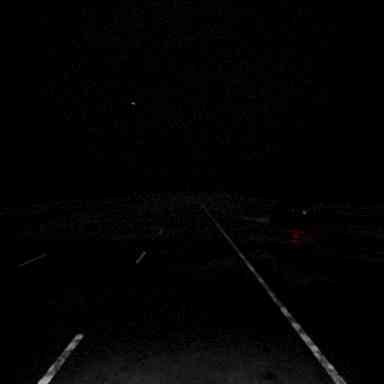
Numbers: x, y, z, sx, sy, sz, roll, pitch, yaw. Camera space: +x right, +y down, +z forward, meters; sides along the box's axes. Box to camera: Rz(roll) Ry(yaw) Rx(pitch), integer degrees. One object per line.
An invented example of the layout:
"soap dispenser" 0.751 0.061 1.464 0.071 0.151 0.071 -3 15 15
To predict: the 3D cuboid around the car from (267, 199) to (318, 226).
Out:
"car" 7.018 1.364 23.791 2.097 1.767 4.553 0 0 -9
